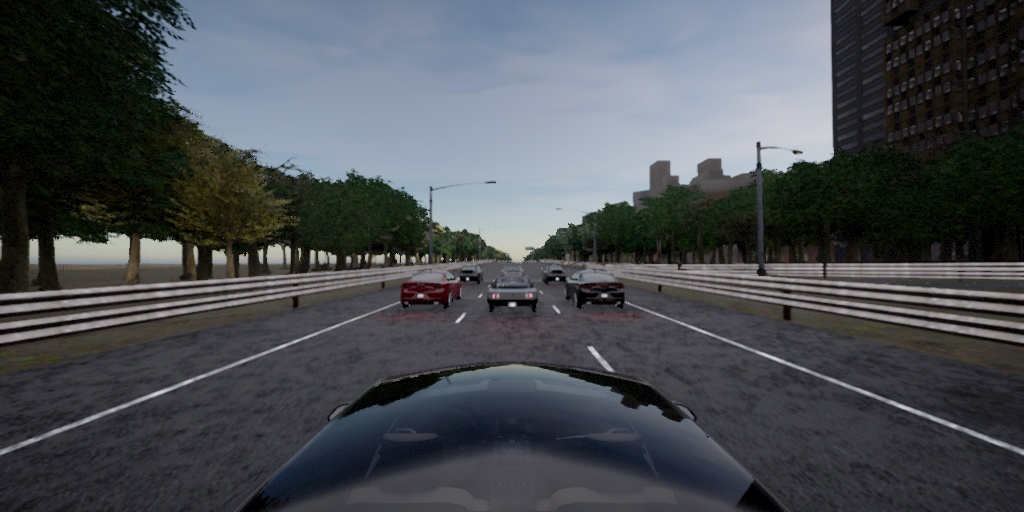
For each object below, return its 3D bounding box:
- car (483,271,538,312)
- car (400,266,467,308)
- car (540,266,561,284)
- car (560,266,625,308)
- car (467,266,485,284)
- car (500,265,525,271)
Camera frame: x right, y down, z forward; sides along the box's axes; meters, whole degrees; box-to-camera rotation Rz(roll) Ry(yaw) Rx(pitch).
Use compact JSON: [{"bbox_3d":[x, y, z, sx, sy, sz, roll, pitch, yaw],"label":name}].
[{"bbox_3d":[0.039,1.490,15.115,1.895,1.301,4.718,0,-1,1],"label":"car"},{"bbox_3d":[-3.453,1.377,16.094,1.882,1.535,5.008,0,0,1],"label":"car"},{"bbox_3d":[3.561,1.546,30.340,1.837,1.490,4.892,0,0,1],"label":"car"},{"bbox_3d":[3.547,1.377,16.107,1.882,1.535,5.008,0,0,1],"label":"car"},{"bbox_3d":[-3.439,1.546,30.364,1.837,1.490,4.892,0,0,1],"label":"car"},{"bbox_3d":[0.060,1.532,30.350,2.128,1.511,4.902,0,0,1],"label":"car"}]
